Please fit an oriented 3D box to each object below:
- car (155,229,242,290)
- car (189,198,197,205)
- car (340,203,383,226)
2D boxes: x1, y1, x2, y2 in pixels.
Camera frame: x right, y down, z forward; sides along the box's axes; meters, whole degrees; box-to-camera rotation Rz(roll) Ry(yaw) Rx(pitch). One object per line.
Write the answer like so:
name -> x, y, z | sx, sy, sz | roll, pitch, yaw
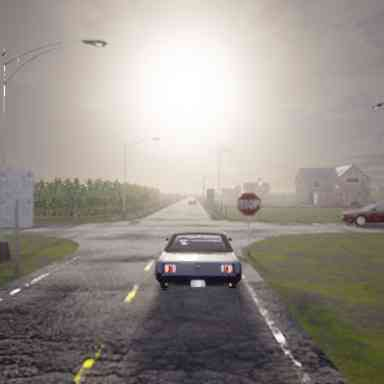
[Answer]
car -> 0.196, 1.683, 9.314 | 1.895, 1.301, 4.718 | 0, 0, 2
car -> 0.146, 2.275, 78.854 | 2.128, 1.511, 4.902 | 0, -1, 0
car -> 13.248, 1.564, 23.762 | 5.008, 1.535, 1.882 | -1, -1, 1
